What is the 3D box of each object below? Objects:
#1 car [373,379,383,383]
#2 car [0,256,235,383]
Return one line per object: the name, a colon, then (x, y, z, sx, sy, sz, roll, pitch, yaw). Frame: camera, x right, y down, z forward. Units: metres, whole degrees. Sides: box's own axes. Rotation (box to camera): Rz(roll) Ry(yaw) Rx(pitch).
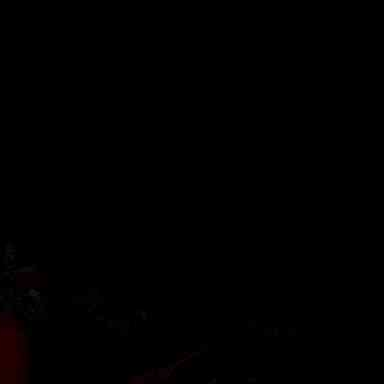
car: (2.810, 1.567, 0.935, 4.507, 1.381, 1.887, 1, 1, 36)
car: (-1.658, 1.502, 4.151, 4.507, 1.381, 1.887, 1, 1, 36)
